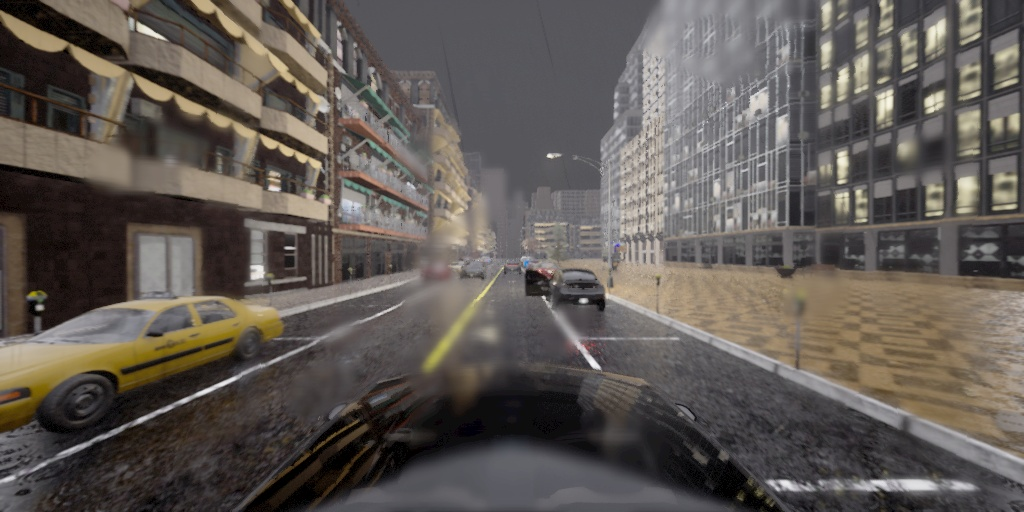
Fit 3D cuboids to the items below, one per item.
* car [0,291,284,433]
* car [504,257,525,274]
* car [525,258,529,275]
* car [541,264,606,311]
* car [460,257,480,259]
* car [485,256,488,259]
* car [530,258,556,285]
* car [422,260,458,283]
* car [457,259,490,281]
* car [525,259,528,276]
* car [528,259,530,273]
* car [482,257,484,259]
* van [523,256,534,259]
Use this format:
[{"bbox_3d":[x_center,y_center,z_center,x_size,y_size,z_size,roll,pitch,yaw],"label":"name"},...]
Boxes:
[{"bbox_3d":[-5.689,1.267,5.548,1.751,1.417,4.829,0,0,0],"label":"car"},{"bbox_3d":[0.067,1.179,39.090,2.128,1.511,4.902,0,0,1],"label":"car"},{"bbox_3d":[2.708,1.261,44.399,1.802,1.307,4.207,0,0,0],"label":"car"},{"bbox_3d":[2.360,1.229,14.236,1.837,1.490,4.892,0,0,0],"label":"car"},{"bbox_3d":[-5.672,0.994,44.403,2.192,1.841,5.009,0,0,0],"label":"car"},{"bbox_3d":[-5.665,1.102,60.982,1.967,1.591,4.097,0,0,0],"label":"car"},{"bbox_3d":[2.701,1.142,27.819,1.967,1.591,4.097,0,0,0],"label":"car"},{"bbox_3d":[-5.679,1.247,27.824,1.888,1.381,4.507,0,0,0],"label":"car"},{"bbox_3d":[-3.083,1.204,29.756,1.837,1.490,4.892,0,0,0],"label":"car"},{"bbox_3d":[2.706,1.268,38.873,1.802,1.307,4.207,0,0,0],"label":"car"},{"bbox_3d":[2.703,1.220,33.516,1.751,1.417,4.829,0,0,0],"label":"car"},{"bbox_3d":[-5.667,1.218,55.457,2.007,1.370,4.403,0,0,0],"label":"car"},{"bbox_3d":[2.714,1.008,55.452,1.690,1.789,3.998,0,0,0],"label":"van"}]
